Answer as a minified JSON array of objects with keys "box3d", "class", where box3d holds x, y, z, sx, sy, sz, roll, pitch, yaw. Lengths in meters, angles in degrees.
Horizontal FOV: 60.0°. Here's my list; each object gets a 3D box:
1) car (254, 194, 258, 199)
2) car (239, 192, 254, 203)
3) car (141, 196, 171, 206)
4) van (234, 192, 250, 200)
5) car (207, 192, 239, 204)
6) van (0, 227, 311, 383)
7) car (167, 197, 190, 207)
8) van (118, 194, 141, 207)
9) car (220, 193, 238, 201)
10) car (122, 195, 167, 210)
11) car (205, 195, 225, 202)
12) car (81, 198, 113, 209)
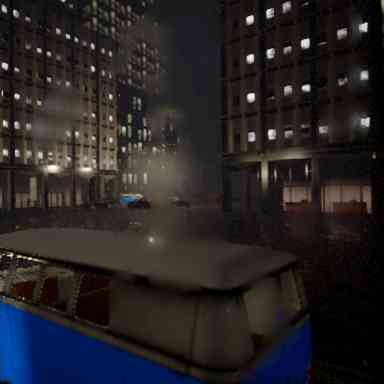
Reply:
[{"box3d":[14.563,1.093,78.961,1.887,1.381,4.507,-1,0,36],"class":"car"},{"box3d":[8.011,1.149,55.834,2.008,1.369,4.403,-1,0,36],"class":"car"},{"box3d":[-5.534,1.344,51.521,1.752,1.417,4.829,-1,0,36],"class":"car"},{"box3d":[11.228,0.935,74.410,1.690,1.788,3.998,-1,0,36],"class":"van"},{"box3d":[4.677,0.957,51.284,2.192,1.841,5.009,-1,0,36],"class":"car"},{"box3d":[-0.831,1.347,3.484,3.998,1.788,1.690,0,-1,36],"class":"van"},{"box3d":[-1.983,1.280,42.188,2.008,1.369,4.403,-1,0,36],"class":"car"},{"box3d":[-8.768,1.202,47.107,1.690,1.788,3.998,-1,0,36],"class":"van"},{"box3d":[7.897,1.080,69.860,1.967,1.590,4.097,-1,0,36],"class":"car"},{"box3d":[-5.314,1.317,37.640,1.887,1.381,4.507,-1,0,36],"class":"car"},{"box3d":[4.565,1.267,65.310,1.802,1.307,4.206,-1,0,36],"class":"car"},{"box3d":[-12.098,1.471,42.558,1.947,1.339,4.313,-1,0,36],"class":"car"}]
